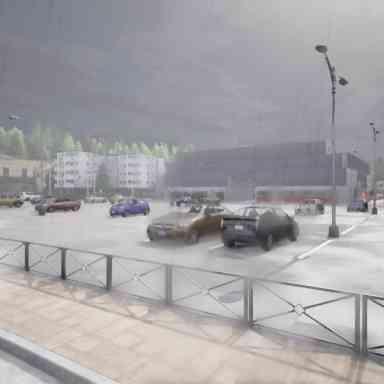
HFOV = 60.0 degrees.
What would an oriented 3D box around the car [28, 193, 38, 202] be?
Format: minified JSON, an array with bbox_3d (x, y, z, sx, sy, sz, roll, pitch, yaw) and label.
[{"bbox_3d":[-23.573,1.293,53.561,2.007,1.523,4.514,0,0,34],"label":"car"}]

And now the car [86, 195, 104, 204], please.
[{"bbox_3d":[-16.586,1.227,57.341,1.970,1.475,3.806,0,0,34],"label":"car"}]

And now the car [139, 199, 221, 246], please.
[{"bbox_3d":[0.213,1.330,15.160,2.152,1.636,5.027,0,0,34],"label":"car"}]

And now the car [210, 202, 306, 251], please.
[{"bbox_3d":[2.839,1.339,13.443,2.007,1.523,4.514,0,0,34],"label":"car"}]

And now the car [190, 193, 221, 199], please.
[{"bbox_3d":[2.134,1.095,45.539,1.932,1.855,4.605,0,0,34],"label":"car"}]

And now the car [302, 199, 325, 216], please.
[{"bbox_3d":[10.808,1.383,30.527,1.970,1.475,3.806,0,0,34],"label":"car"}]

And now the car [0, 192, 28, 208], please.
[{"bbox_3d":[-23.445,1.093,41.380,1.932,1.855,4.605,0,0,34],"label":"car"}]

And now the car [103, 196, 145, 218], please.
[{"bbox_3d":[-5.286,1.317,28.159,1.845,1.501,3.633,0,0,34],"label":"car"}]

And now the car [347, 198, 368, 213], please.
[{"bbox_3d":[17.439,1.373,34.997,1.845,1.501,3.633,0,0,34],"label":"car"}]

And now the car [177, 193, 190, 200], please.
[{"bbox_3d":[-0.503,1.074,46.828,1.905,1.878,3.866,0,0,34],"label":"car"}]

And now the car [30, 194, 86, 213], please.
[{"bbox_3d":[-13.534,1.295,33.801,2.007,1.523,4.514,0,0,34],"label":"car"}]

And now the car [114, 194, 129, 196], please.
[{"bbox_3d":[-11.093,1.149,54.007,2.152,1.636,5.027,0,0,34],"label":"car"}]
